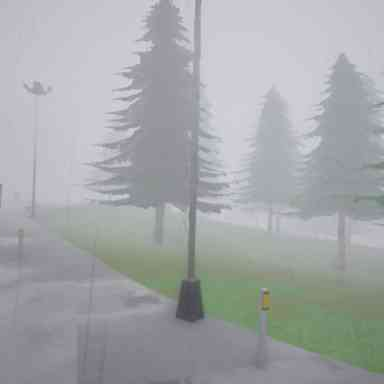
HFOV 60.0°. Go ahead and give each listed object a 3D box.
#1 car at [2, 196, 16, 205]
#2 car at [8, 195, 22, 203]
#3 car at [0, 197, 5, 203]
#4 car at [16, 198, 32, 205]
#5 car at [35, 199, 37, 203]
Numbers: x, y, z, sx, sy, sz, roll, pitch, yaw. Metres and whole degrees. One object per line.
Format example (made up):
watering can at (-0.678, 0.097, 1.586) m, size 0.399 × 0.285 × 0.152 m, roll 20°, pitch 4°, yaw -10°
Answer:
car at (-37.950, 1.869, 68.120) m, size 1.812 × 1.442 × 4.674 m, roll 2°, pitch -2°, yaw -19°
car at (-41.240, 1.686, 77.539) m, size 2.097 × 1.767 × 4.553 m, roll 2°, pitch -2°, yaw -19°
car at (-44.557, 1.762, 76.407) m, size 1.994 × 1.385 × 4.181 m, roll 2°, pitch -2°, yaw -19°
car at (-34.639, 2.017, 69.243) m, size 1.994 × 1.385 × 4.181 m, roll 2°, pitch -2°, yaw -19°
car at (-37.954, 2.006, 78.718) m, size 1.994 × 1.385 × 4.181 m, roll 2°, pitch -2°, yaw -19°
